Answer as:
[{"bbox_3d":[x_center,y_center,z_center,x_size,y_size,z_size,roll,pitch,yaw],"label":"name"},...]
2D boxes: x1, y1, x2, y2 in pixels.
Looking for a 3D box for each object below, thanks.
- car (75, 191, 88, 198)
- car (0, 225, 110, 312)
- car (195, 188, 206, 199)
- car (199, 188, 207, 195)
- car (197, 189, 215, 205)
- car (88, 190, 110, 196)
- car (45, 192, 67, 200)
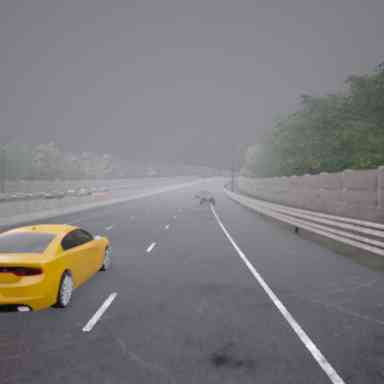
[{"bbox_3d":[-19.494,0.522,60.274,1.882,1.535,5.008,0,2,3],"label":"car"},{"bbox_3d":[-3.372,1.509,7.926,1.882,1.535,5.008,0,0,0],"label":"car"},{"bbox_3d":[1.654,0.554,62.962,1.994,1.385,4.181,0,2,3],"label":"car"},{"bbox_3d":[2.645,-0.199,79.273,1.812,1.442,4.674,0,2,4],"label":"car"},{"bbox_3d":[2.084,0.807,45.047,2.097,1.767,4.553,0,1,2],"label":"car"},{"bbox_3d":[-16.064,0.435,58.790,2.097,1.767,4.553,0,1,3],"label":"car"},{"bbox_3d":[-23.167,0.723,56.887,1.895,1.301,4.718,0,1,3],"label":"car"}]
